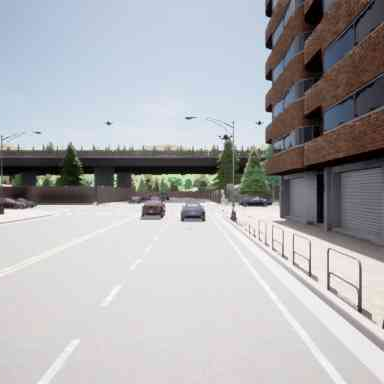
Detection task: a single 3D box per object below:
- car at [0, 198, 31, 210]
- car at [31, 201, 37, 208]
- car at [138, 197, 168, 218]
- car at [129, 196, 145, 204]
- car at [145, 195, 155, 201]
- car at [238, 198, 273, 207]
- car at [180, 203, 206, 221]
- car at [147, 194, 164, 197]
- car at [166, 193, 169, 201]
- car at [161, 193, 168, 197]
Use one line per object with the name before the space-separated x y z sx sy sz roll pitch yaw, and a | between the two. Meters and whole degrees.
car | -22.696 1.470 40.594 4.674 1.442 1.812 0 0 0
car | -22.905 1.508 44.094 4.181 1.385 1.994 0 0 0
car | -3.474 1.477 30.454 1.882 1.535 5.008 0 0 -1
car | -10.555 1.526 62.269 1.812 1.442 4.674 0 0 0
car | -10.500 1.524 83.506 1.812 1.442 4.674 0 0 0
car | 9.040 1.545 47.824 4.718 1.301 1.895 0 0 1
car | 0.085 1.564 27.234 1.994 1.385 4.181 0 0 0
car | -7.057 1.564 62.867 1.994 1.385 4.181 0 0 0
car | -7.000 1.225 84.732 2.150 2.045 5.566 0 0 0
car | -7.000 1.540 72.095 2.033 1.411 5.357 0 0 0
